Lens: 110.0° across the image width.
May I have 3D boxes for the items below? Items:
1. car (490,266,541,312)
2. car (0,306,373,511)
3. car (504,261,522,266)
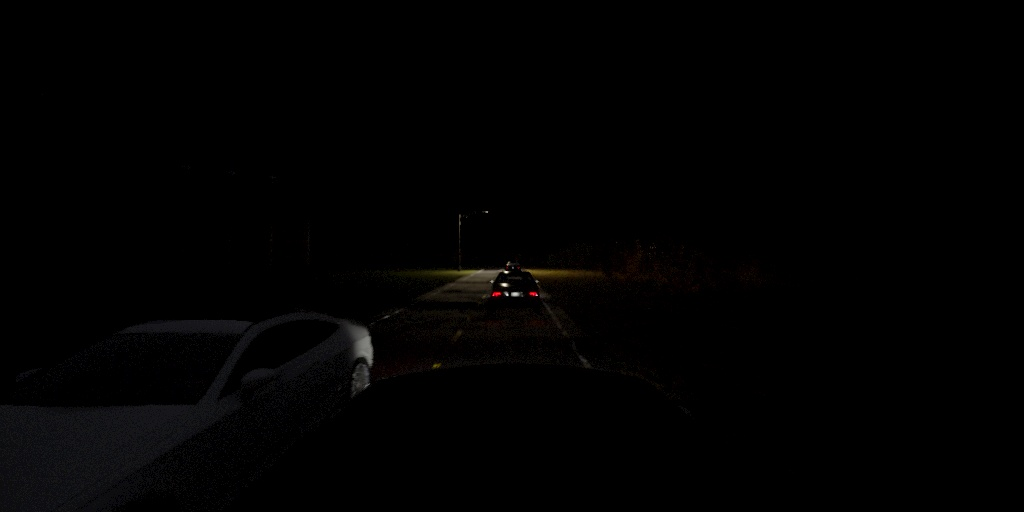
[{"bbox_3d":[0.104,1.304,14.281,2.033,1.411,5.357,0,0,0],"label":"car"},{"bbox_3d":[-2.851,1.277,3.331,1.812,1.442,4.674,0,0,0],"label":"car"},{"bbox_3d":[0.108,1.299,40.575,2.033,1.411,5.357,0,0,0],"label":"car"}]
